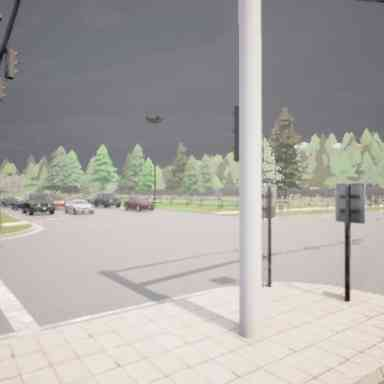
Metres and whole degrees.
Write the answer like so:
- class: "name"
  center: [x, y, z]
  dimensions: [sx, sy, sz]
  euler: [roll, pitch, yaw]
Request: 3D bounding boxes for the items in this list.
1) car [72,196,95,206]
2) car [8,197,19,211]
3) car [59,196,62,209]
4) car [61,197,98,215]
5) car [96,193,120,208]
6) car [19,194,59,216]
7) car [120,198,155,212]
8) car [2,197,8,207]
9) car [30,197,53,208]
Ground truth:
- class: "car"
  center: [-17.930, 1.464, 54.831]
  dimensions: [2.033, 1.411, 5.357]
  euler: [0, 0, -35]
- class: "car"
  center: [-20.994, 1.555, 41.023]
  dimensions: [1.895, 1.301, 4.718]
  euler: [0, 0, -36]
- class: "car"
  center: [-16.552, 1.297, 40.830]
  dimensions: [2.097, 1.767, 4.553]
  euler: [0, 0, -36]
- class: "car"
  center: [-11.436, 1.475, 33.716]
  dimensions: [1.812, 1.442, 4.674]
  euler: [0, 0, -36]
- class: "car"
  center: [-11.732, 1.144, 46.121]
  dimensions: [2.150, 2.045, 5.566]
  euler: [0, 0, -36]
- class: "car"
  center: [-15.300, 1.181, 33.083]
  dimensions: [2.150, 2.045, 5.566]
  euler: [0, 0, -36]
- class: "car"
  center: [-6.088, 1.405, 38.238]
  dimensions: [1.882, 1.535, 5.008]
  euler: [0, 0, -36]
- class: "car"
  center: [-26.989, 1.454, 49.425]
  dimensions: [1.837, 1.490, 4.892]
  euler: [0, 0, -36]
- class: "car"
  center: [-22.074, 1.487, 48.554]
  dimensions: [2.033, 1.411, 5.357]
  euler: [0, 0, -35]
